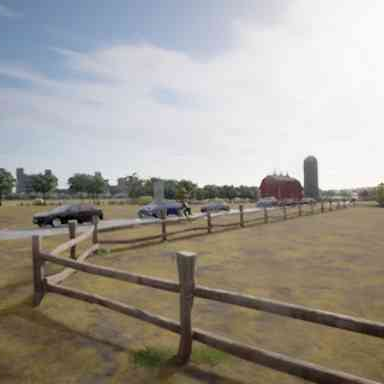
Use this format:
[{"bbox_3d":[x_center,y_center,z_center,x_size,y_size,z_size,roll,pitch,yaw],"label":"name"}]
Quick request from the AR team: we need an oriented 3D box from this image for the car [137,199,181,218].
[{"bbox_3d":[-3.055,1.500,31.297,2.097,1.767,4.553,-2,-1,36],"label":"car"}]

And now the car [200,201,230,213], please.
[{"bbox_3d":[2.742,1.724,39.320,1.994,1.385,4.181,-2,-1,36],"label":"car"}]

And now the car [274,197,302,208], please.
[{"bbox_3d":[14.688,1.709,50.887,1.895,1.301,4.718,-2,-2,36],"label":"car"}]

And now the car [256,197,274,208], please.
[{"bbox_3d":[11.747,1.567,51.685,2.097,1.767,4.553,-2,-2,36],"label":"car"}]

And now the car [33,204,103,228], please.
[{"bbox_3d":[-8.636,1.612,23.527,1.882,1.535,5.008,-2,-1,36],"label":"car"}]

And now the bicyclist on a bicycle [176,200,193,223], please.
[{"bbox_3d":[-0.557,1.444,24.523,1.656,1.620,0.582,0,0,36],"label":"bicyclist on a bicycle"}]

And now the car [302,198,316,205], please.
[{"bbox_3d":[20.503,1.716,58.948,2.033,1.411,5.357,-2,-2,35],"label":"car"}]
